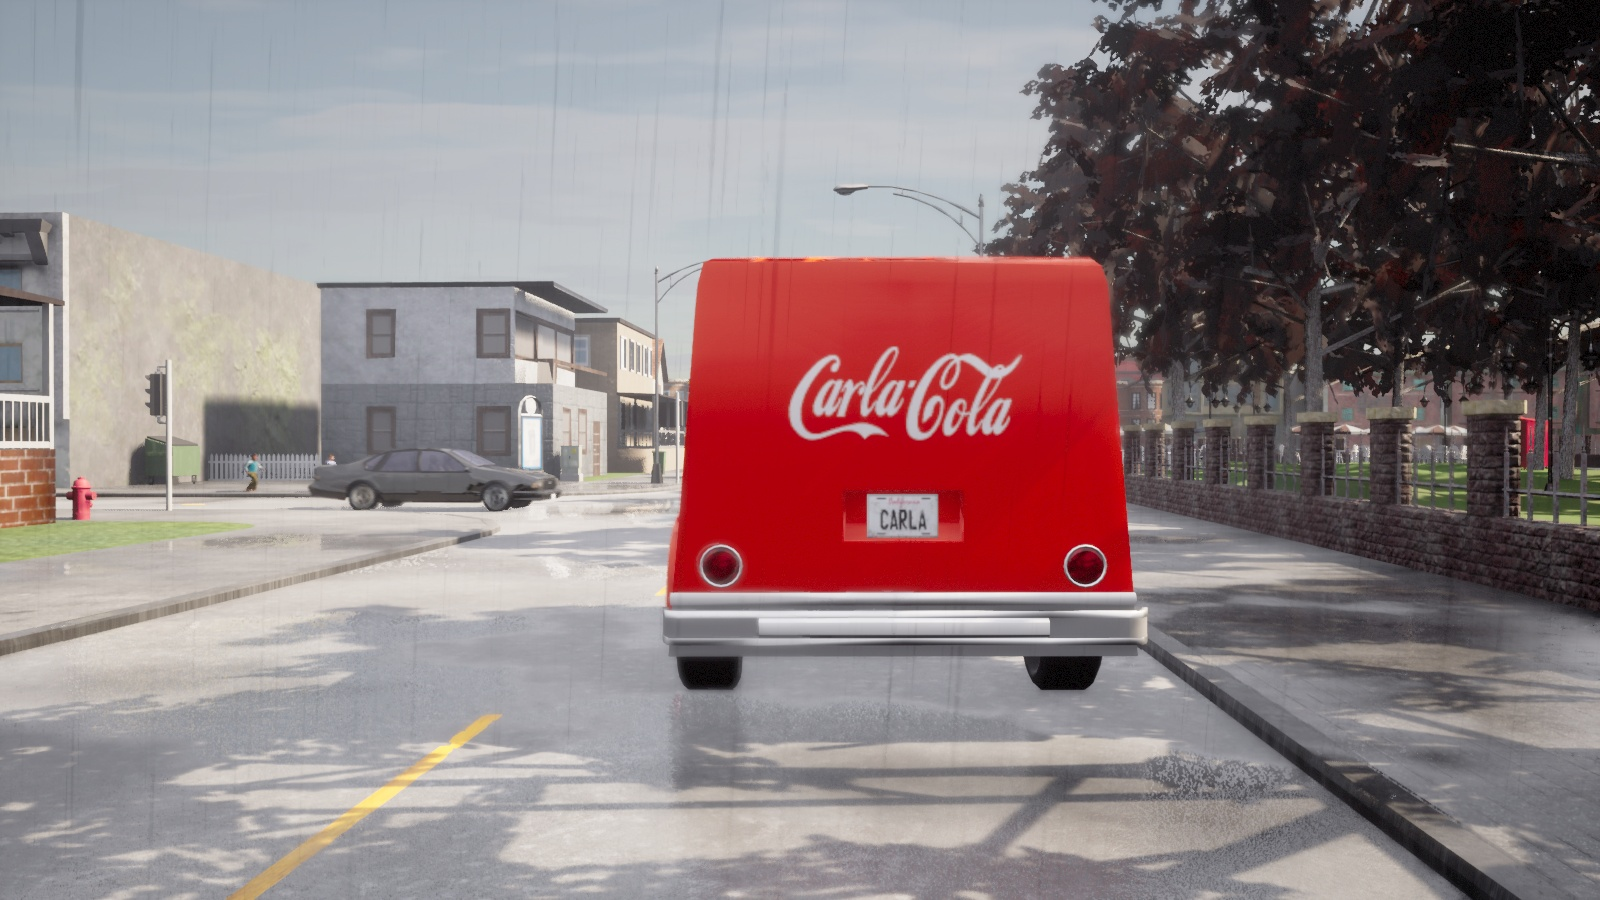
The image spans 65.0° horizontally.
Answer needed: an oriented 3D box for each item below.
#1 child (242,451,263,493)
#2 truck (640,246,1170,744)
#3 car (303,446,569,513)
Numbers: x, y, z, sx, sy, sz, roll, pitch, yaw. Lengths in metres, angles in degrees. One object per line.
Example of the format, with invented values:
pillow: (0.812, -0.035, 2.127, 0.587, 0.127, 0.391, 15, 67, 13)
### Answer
child: (-15.519, 0.623, 35.599, 0.448, 1.192, 0.343, 0, 0, 22)
truck: (0.519, 0.210, 8.828, 2.627, 2.467, 5.204, 0, 0, 0)
car: (-8.067, 0.629, 28.154, 5.357, 1.411, 2.033, 0, 0, 4)
